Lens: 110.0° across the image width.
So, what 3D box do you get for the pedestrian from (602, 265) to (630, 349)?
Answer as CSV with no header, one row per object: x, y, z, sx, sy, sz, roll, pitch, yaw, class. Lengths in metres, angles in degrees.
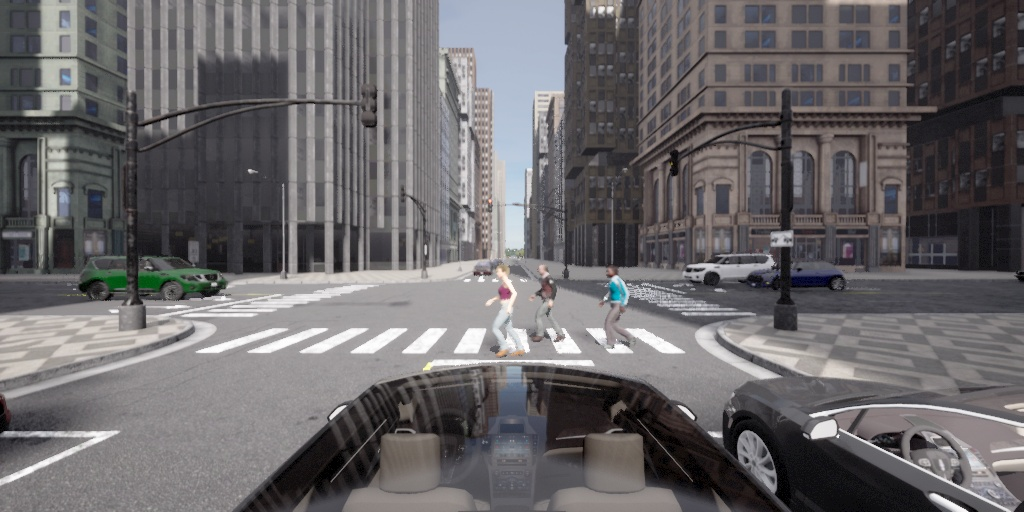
2.203,1.038,7.631,0.375,1.860,0.375,0,0,0,pedestrian

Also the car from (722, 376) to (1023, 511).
2.762,1.300,1.551,2.007,1.370,4.403,0,0,0,car

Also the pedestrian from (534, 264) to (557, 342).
0.760,1.045,8.233,0.375,1.860,0.375,0,0,0,pedestrian

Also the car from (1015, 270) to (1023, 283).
36.456,1.205,23.545,4.718,1.301,1.895,0,0,0,car

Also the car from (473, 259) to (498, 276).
-2.900,1.264,36.975,2.033,1.411,5.357,0,0,0,car

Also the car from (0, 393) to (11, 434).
-5.764,1.190,1.566,1.967,1.591,4.097,0,0,0,car

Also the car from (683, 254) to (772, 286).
14.325,0.882,23.608,5.566,2.045,2.150,-1,0,0,car

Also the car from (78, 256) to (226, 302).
-16.881,1.006,16.981,5.566,2.045,2.150,0,0,0,car

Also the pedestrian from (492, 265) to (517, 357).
-0.134,1.038,7.035,0.375,1.860,0.375,0,0,0,pedestrian

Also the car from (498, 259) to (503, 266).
-2.829,1.268,53.104,1.994,1.385,4.181,0,0,0,car

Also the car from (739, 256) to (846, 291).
15.969,1.028,20.354,4.553,1.767,2.097,0,0,0,car
